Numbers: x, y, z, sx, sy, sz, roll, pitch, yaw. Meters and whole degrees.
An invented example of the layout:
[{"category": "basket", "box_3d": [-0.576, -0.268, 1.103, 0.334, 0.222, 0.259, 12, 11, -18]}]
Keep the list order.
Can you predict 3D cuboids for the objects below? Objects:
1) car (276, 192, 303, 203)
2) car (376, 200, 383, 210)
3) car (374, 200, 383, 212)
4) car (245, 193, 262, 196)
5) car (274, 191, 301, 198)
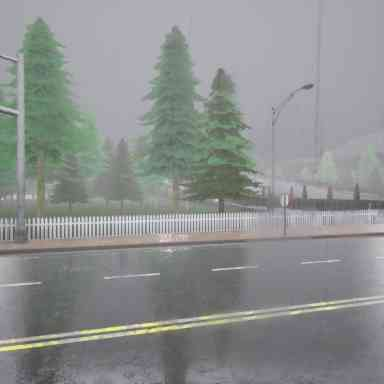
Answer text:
[{"category": "car", "box_3d": [16.093, 0.863, 55.413, 1.895, 1.301, 4.718, 0, 4, -19]}, {"category": "car", "box_3d": [20.231, 1.502, 32.705, 1.837, 1.490, 4.892, 0, 0, -18]}, {"category": "car", "box_3d": [22.657, 1.592, 36.385, 1.895, 1.301, 4.718, 0, 0, -19]}, {"category": "car", "box_3d": [10.747, 0.221, 60.337, 2.033, 1.411, 5.357, 0, 6, -18]}, {"category": "car", "box_3d": [13.986, 0.877, 50.757, 2.097, 1.767, 4.553, 0, 4, -19]}]
